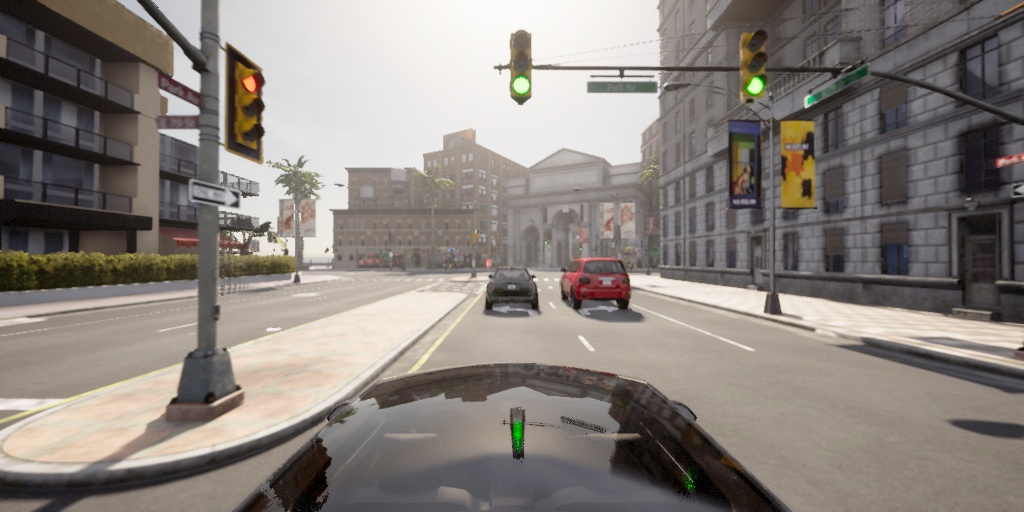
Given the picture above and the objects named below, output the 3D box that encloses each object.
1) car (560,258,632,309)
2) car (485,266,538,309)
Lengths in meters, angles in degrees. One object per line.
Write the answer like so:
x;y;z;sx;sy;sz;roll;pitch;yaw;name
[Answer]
3.494;1.102;15.859;2.150;2.045;5.566;0;0;0;car
-0.004;1.236;15.915;2.097;1.767;4.553;0;-1;0;car
